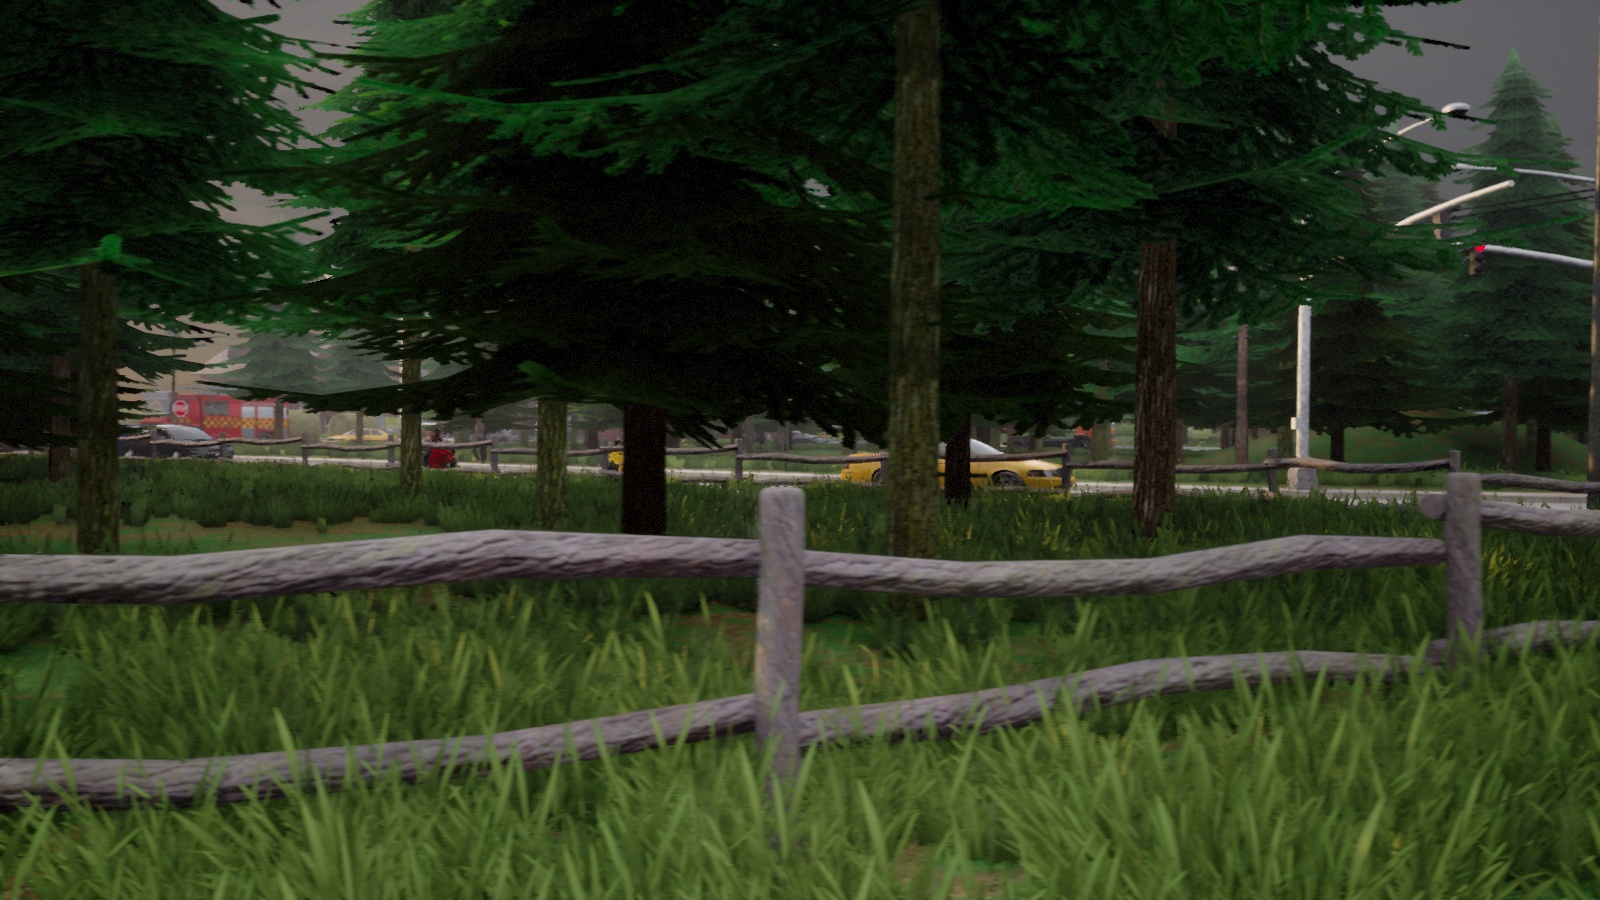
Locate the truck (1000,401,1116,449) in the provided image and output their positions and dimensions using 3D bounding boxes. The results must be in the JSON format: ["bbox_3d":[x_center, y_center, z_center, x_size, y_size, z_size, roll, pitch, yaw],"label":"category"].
[{"bbox_3d":[19.245,-1.827,93.911,7.936,3.462,2.891,0,1,30],"label":"truck"}]

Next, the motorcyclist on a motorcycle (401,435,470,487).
[{"bbox_3d":[-10.951,0.316,37.698,2.044,1.523,0.797,0,1,32],"label":"motorcyclist on a motorcycle"}]

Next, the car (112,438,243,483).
[{"bbox_3d":[-22.127,0.357,44.580,4.892,1.490,1.837,0,1,32],"label":"car"}]

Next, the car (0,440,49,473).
[{"bbox_3d":[-37.799,0.300,61.157,1.837,1.490,4.892,-2,1,-28],"label":"car"}]

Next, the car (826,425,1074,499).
[{"bbox_3d":[3.382,0.243,28.833,5.366,1.575,1.801,0,1,32],"label":"car"}]

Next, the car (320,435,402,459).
[{"bbox_3d":[-30.070,-0.207,86.211,1.801,1.575,5.366,0,1,31],"label":"car"}]

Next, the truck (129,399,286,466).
[{"bbox_3d":[-35.865,-1.099,76.403,2.891,3.827,8.468,0,1,31],"label":"truck"}]

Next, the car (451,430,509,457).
[{"bbox_3d":[-23.178,-0.499,91.004,1.905,1.878,3.866,0,1,31],"label":"car"}]

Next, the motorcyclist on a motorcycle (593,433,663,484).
[{"bbox_3d":[-5.239,0.243,38.278,2.044,1.523,0.797,0,1,32],"label":"motorcyclist on a motorcycle"}]

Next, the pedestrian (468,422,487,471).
[{"bbox_3d":[-12.230,-0.137,47.577,0.634,1.846,0.331,0,1,33],"label":"pedestrian"}]

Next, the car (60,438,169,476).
[{"bbox_3d":[-29.078,0.278,53.193,5.008,1.535,1.882,0,1,33],"label":"car"}]
